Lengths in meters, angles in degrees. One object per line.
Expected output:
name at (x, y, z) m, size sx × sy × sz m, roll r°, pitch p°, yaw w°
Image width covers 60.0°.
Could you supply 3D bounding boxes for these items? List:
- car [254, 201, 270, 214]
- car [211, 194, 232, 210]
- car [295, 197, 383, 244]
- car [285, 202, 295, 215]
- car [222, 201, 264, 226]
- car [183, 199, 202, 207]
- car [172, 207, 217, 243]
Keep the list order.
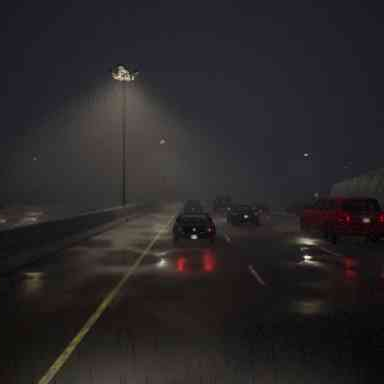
car at (7.092, 1.662, 36.560) m, size 1.895 × 1.301 × 4.718 m, roll 0°, pitch 0°, yaw 0°
car at (3.594, 1.289, 40.223) m, size 2.150 × 2.045 × 5.566 m, roll 0°, pitch 0°, yaw 0°
car at (7.097, 1.249, 16.214) m, size 2.150 × 2.045 × 5.566 m, roll 0°, pitch 0°, yaw 0°
car at (10.593, 1.580, 32.260) m, size 1.812 × 1.442 × 4.674 m, roll 0°, pitch 0°, yaw 0°
car at (3.595, 1.605, 24.102) m, size 1.994 × 1.385 × 4.181 m, roll 0°, pitch 0°, yaw 0°
car at (0.093, 1.537, 35.667) m, size 1.882 × 1.535 × 5.008 m, roll 0°, pitch 0°, yaw 0°
car at (0.096, 1.628, 16.347) m, size 1.895 × 1.301 × 4.718 m, roll 0°, pitch 0°, yaw 0°
